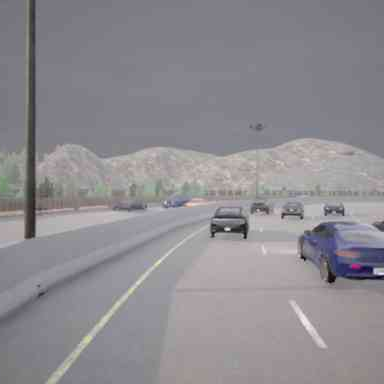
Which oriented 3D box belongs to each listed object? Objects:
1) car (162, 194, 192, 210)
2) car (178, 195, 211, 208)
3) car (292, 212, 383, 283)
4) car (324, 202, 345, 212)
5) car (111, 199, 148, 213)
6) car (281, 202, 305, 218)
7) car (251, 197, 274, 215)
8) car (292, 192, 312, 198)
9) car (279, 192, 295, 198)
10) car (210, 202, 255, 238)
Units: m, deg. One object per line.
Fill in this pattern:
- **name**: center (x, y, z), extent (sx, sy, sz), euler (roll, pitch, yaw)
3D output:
- **car**: center (-1.603, 1.213, 41.066), extent (2.150, 2.045, 5.566), euler (0, 0, 24)
- **car**: center (0.595, 1.479, 37.242), extent (1.882, 1.535, 5.008), euler (0, 0, 23)
- **car**: center (4.319, 1.543, 9.459), extent (1.812, 1.442, 4.674), euler (0, 0, 6)
- **car**: center (14.635, 1.658, 34.163), extent (1.895, 1.301, 4.718), euler (0, 0, 24)
- **car**: center (-6.880, 1.519, 37.503), extent (2.033, 1.411, 5.357), euler (0, 0, 21)
- **car**: center (9.131, 1.583, 29.930), extent (2.033, 1.411, 5.357), euler (0, 0, 20)
- **car**: center (7.432, 1.533, 35.013), extent (1.837, 1.490, 4.892), euler (0, 0, 22)
- **car**: center (24.331, 1.323, 72.075), extent (4.674, 1.442, 1.812), euler (0, 0, -43)
- **car**: center (21.592, 0.922, 74.301), extent (5.566, 2.045, 2.150), euler (0, 0, -44)
- **car**: center (2.117, 1.500, 17.711), extent (2.128, 1.511, 4.902), euler (0, 0, 11)
